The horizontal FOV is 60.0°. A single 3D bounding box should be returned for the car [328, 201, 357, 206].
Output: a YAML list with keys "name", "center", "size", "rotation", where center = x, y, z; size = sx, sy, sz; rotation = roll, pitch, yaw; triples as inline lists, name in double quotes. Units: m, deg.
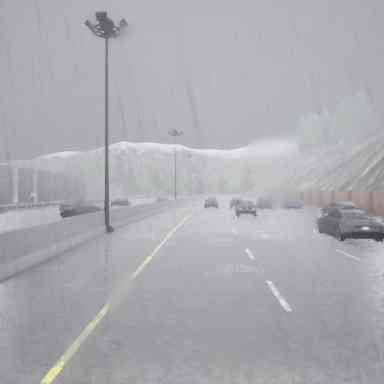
- name: "car"
  center: [11.749, 1.504, 26.387]
  size: [1.837, 1.490, 4.892]
  rotation: [0, 0, 4]

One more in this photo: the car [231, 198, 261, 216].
- name: "car"
  center: [5.147, 1.547, 32.366]
  size: [2.033, 1.411, 5.357]
  rotation: [0, 0, 5]

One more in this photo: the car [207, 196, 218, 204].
- name: "car"
  center: [3.947, 1.547, 64.207]
  size: [2.033, 1.411, 5.357]
  rotation: [0, 0, 4]

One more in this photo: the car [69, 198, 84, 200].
- name: "car"
  center: [-15.245, 1.547, 43.404]
  size: [2.033, 1.411, 5.357]
  rotation: [0, 0, 4]

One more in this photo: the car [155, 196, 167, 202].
- name: "car"
  center: [-6.402, 1.552, 69.124]
  size: [1.994, 1.385, 4.181]
  rotation: [0, 0, 3]

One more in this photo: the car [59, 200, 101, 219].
- name: "car"
  center: [-9.374, 1.601, 28.229]
  size: [1.895, 1.301, 4.718]
  rotation: [0, 0, 4]

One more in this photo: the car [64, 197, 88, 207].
- name: "car"
  center: [-18.092, 1.564, 52.030]
  size: [1.994, 1.385, 4.181]
  rotation: [0, 0, 4]

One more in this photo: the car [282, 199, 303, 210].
- name: "car"
  center: [13.021, 1.564, 43.088]
  size: [1.994, 1.385, 4.181]
  rotation: [0, 0, 4]

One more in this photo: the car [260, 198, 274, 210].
- name: "car"
  center: [9.542, 1.490, 43.526]
  size: [2.128, 1.511, 4.902]
  rotation: [0, 0, 4]

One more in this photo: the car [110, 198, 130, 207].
- name: "car"
  center: [-11.124, 1.601, 51.318]
  size: [1.895, 1.301, 4.718]
  rotation: [0, 0, 4]

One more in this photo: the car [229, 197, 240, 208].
- name: "car"
  center: [6.213, 1.505, 45.843]
  size: [1.837, 1.490, 4.892]
  rotation: [0, 0, 4]

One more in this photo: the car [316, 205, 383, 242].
- name: "car"
  center: [7.668, 1.564, 16.481]
  size: [1.994, 1.385, 4.181]
  rotation: [0, 0, 3]

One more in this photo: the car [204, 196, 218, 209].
- name: "car"
  center: [2.738, 1.601, 46.315]
  size: [1.895, 1.301, 4.718]
  rotation: [0, 0, 4]
